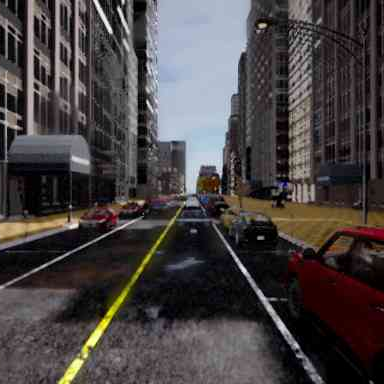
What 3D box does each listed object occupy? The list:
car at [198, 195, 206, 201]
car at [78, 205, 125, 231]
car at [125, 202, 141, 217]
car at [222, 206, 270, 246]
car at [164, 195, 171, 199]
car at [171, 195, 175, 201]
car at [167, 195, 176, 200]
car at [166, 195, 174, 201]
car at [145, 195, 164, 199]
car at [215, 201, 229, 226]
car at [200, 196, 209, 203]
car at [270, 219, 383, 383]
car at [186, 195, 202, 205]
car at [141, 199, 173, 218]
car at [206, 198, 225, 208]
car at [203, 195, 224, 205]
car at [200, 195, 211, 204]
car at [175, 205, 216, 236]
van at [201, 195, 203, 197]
[{"bbox_3d":[2.669,1.486,87.191,1.967,1.590,4.097,0,0,0],"label":"car"},{"bbox_3d":[-5.693,1.594,20.717,1.802,1.307,4.206,0,0,0],"label":"car"},{"bbox_3d":[-5.696,1.600,31.796,1.802,1.307,4.206,0,0,0],"label":"car"},{"bbox_3d":[2.689,1.560,15.181,2.008,1.369,4.403,0,0,0],"label":"car"},{"bbox_3d":[-5.705,1.580,65.032,1.887,1.381,4.507,0,0,0],"label":"car"},{"bbox_3d":[-5.710,1.587,81.649,1.887,1.381,4.507,0,0,0],"label":"car"},{"bbox_3d":[-5.713,1.598,92.727,2.008,1.369,4.403,0,0,0],"label":"car"},{"bbox_3d":[-5.711,1.485,87.188,1.967,1.590,4.097,0,0,0],"label":"car"},{"bbox_3d":[-5.699,1.342,48.413,2.192,1.841,5.009,0,0,0],"label":"car"},{"bbox_3d":[2.688,1.538,20.890,1.752,1.417,4.829,0,0,0],"label":"car"},{"bbox_3d":[2.674,1.563,70.743,1.752,1.417,4.829,0,0,0],"label":"car"},{"bbox_3d":[2.693,1.318,4.102,2.192,1.841,5.009,0,0,0],"label":"car"},{"bbox_3d":[0.087,1.552,46.074,1.812,1.442,4.674,0,0,0],"label":"car"},{"bbox_3d":[-3.076,1.582,30.102,1.994,1.385,4.181,0,0,0],"label":"car"},{"bbox_3d":[2.685,1.585,31.798,1.947,1.339,4.313,0,0,0],"label":"car"},{"bbox_3d":[2.684,1.337,37.338,2.192,1.841,5.009,0,0,0],"label":"car"},{"bbox_3d":[2.676,1.475,65.034,1.967,1.590,4.097,0,0,0],"label":"car"},{"bbox_3d":[0.094,1.612,18.353,1.895,1.301,4.718,0,0,0],"label":"car"},{"bbox_3d":[2.678,1.374,59.495,1.690,1.788,3.998,0,0,0],"label":"van"}]
